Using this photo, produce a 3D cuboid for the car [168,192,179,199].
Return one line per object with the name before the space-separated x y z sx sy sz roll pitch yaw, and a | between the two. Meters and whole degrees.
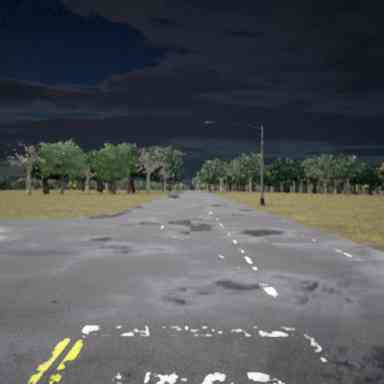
car | -3.575 0.681 64.817 1.994 1.385 4.181 0 1 0
